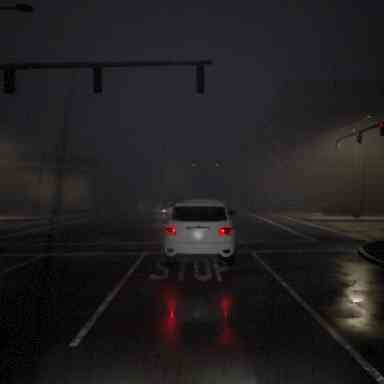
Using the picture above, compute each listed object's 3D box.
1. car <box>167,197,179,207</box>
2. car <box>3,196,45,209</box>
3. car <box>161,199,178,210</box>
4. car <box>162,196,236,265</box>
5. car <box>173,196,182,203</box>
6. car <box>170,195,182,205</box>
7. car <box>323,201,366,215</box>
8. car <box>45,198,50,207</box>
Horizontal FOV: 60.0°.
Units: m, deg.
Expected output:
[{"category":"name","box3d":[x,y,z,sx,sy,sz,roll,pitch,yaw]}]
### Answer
[{"category":"car","box3d":[-3.183,1.647,56.607,1.882,1.535,5.008,0,0,0]},{"category":"car","box3d":[-23.303,1.432,45.470,4.611,1.667,2.242,0,0,1]},{"category":"car","box3d":[-3.121,1.688,47.029,2.033,1.411,5.357,0,0,0]},{"category":"car","box3d":[0.408,1.260,12.010,2.150,2.045,5.566,0,0,5]},{"category":"car","box3d":[-3.288,1.769,76.957,2.033,1.411,5.357,0,0,0]},{"category":"car","box3d":[-3.203,1.551,66.610,2.097,1.767,4.553,0,0,0]},{"category":"car","box3d":[16.225,1.670,35.536,4.181,1.385,1.994,0,0,0]},{"category":"car","box3d":[-24.019,1.610,51.220,3.806,1.475,1.970,0,0,1]}]
